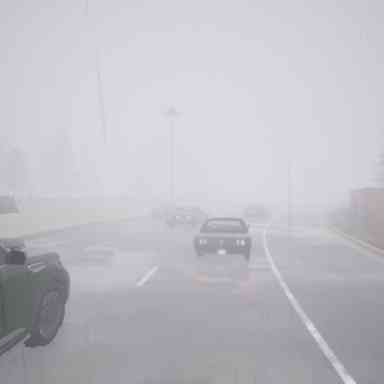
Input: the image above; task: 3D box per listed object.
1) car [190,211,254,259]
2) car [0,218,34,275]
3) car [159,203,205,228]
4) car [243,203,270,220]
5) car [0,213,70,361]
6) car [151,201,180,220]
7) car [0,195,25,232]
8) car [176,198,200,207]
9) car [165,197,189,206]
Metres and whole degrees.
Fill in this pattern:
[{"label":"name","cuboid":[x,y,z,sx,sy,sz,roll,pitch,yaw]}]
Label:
[{"label":"car","cuboid":[1.301,1.637,12.866,1.895,1.301,4.718,0,0,9]},{"label":"car","cuboid":[-6.377,1.550,8.130,2.033,1.411,5.357,0,0,6]},{"label":"car","cuboid":[-0.184,1.604,22.615,2.033,1.411,5.357,0,0,15]},{"label":"car","cuboid":[5.774,1.655,29.521,1.994,1.385,4.181,0,0,20]},{"label":"car","cuboid":[-3.220,1.221,3.237,2.150,2.045,5.566,0,0,3]},{"label":"car","cuboid":[-1.939,1.630,28.637,1.994,1.385,4.181,0,0,18]},{"label":"car","cuboid":[-12.102,1.232,18.343,2.150,2.045,5.566,0,0,11]},{"label":"car","cuboid":[-0.612,1.740,56.063,1.895,1.301,4.718,0,0,33]},{"label":"car","cuboid":[-2.659,1.667,59.291,1.812,1.442,4.674,0,0,34]}]
